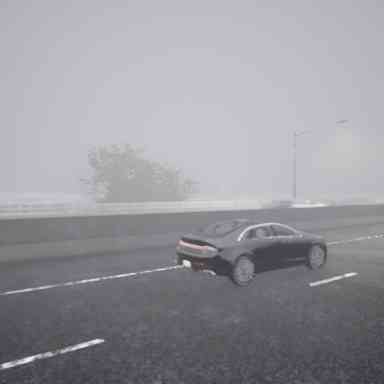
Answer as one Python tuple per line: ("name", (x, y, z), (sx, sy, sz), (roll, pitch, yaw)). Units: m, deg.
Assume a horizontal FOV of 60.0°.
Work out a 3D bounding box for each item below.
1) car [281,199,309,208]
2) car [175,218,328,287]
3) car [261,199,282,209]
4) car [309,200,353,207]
("car", (11.583, 1.583, 33.740), (4.674, 1.442, 1.812), (0, 0, -35))
("car", (1.854, 1.506, 9.383), (4.902, 1.511, 2.128), (0, 0, -35))
("car", (9.743, 1.562, 36.725), (4.892, 1.490, 1.837), (0, 0, -35))
("car", (13.587, 1.605, 30.874), (5.357, 1.411, 2.033), (0, 0, -35))
